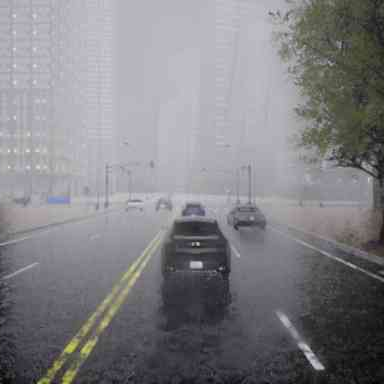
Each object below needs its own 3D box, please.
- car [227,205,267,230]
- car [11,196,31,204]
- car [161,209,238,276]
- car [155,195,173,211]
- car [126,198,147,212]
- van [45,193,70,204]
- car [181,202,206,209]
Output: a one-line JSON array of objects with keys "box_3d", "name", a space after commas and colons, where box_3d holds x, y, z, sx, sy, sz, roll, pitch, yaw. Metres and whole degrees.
[{"box_3d": [3.351, 1.535, 21.041, 2.033, 1.411, 5.357, 0, 0, 0], "name": "car"}, {"box_3d": [-28.185, 1.323, 56.281, 4.507, 1.381, 1.887, 0, 0, 1], "name": "car"}, {"box_3d": [0.102, 1.500, 10.335, 1.837, 1.490, 4.892, 0, 0, 0], "name": "car"}, {"box_3d": [-3.248, 1.459, 39.204, 2.128, 1.511, 4.902, 0, 0, 0], "name": "car"}, {"box_3d": [-6.499, 1.492, 39.078, 1.812, 1.442, 4.674, 0, 0, 0], "name": "car"}, {"box_3d": [-22.646, 1.144, 56.233, 3.998, 1.788, 1.690, 0, 0, 1], "name": "van"}, {"box_3d": [0.103, 1.507, 26.101, 1.812, 1.442, 4.674, 0, 0, 0], "name": "car"}]
